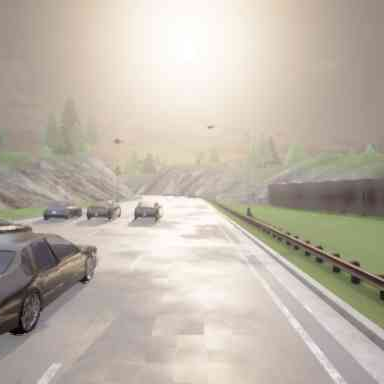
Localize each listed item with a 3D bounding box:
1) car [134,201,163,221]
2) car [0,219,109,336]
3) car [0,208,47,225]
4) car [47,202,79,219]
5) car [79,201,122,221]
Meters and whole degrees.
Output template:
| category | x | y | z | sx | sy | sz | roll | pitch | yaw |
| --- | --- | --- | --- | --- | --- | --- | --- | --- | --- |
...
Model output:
| category | x | y | z | sx | sy | sz | roll | pitch | yaw |
| --- | --- | --- | --- | --- | --- | --- | --- | --- | --- |
| car | -3.418 | 1.427 | 26.514 | 2.128 | 1.511 | 4.902 | 0 | 0 | 0 |
| car | -3.437 | 1.531 | 6.628 | 2.033 | 1.411 | 5.357 | 0 | 0 | 0 |
| car | -6.920 | 1.465 | 10.766 | 2.128 | 1.511 | 4.902 | 0 | 0 | 0 |
| car | -10.417 | 1.497 | 27.165 | 1.994 | 1.385 | 4.181 | 0 | 0 | 0 |
| car | -6.918 | 1.427 | 26.513 | 2.128 | 1.511 | 4.902 | 0 | 0 | 0 |
